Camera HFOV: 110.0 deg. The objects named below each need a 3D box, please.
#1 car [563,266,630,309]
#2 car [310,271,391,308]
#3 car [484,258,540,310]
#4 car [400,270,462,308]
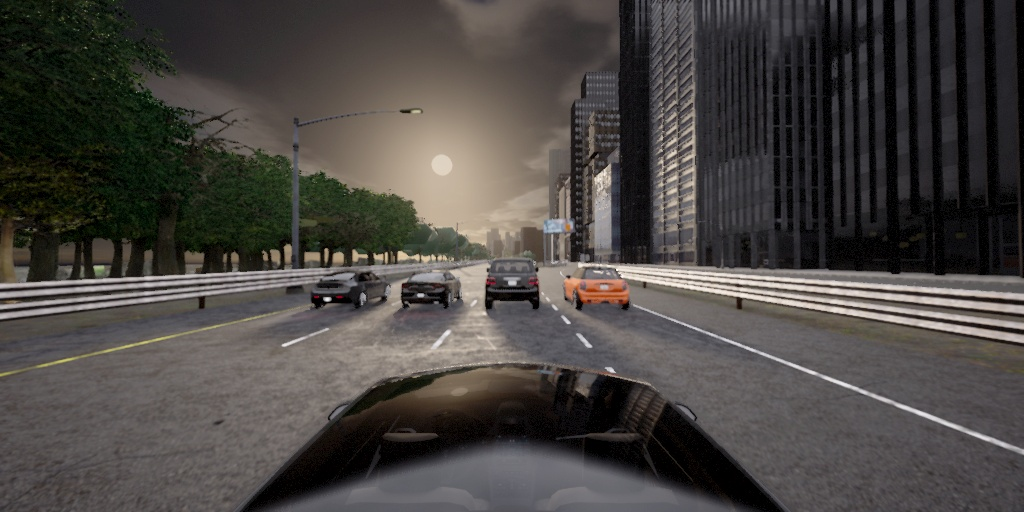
[{"bbox_3d":[3.520,1.231,15.748,2.097,1.767,4.553,0,-1,0],"label":"car"},{"bbox_3d":[-6.977,1.392,15.994,1.837,1.490,4.892,0,0,0],"label":"car"},{"bbox_3d":[0.020,1.097,15.695,2.150,2.045,5.566,0,0,0],"label":"car"},{"bbox_3d":[-3.474,1.363,16.153,1.882,1.535,5.008,0,0,0],"label":"car"}]
